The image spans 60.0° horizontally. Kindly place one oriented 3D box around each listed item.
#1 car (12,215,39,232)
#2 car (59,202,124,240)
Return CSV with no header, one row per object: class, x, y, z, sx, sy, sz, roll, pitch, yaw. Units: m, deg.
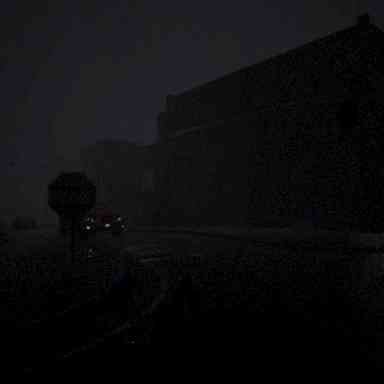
car,-16.975,3.152,33.818,1.882,1.535,5.008,1,-4,-36
car,-5.890,1.538,18.911,2.150,2.045,5.566,1,-5,-37
